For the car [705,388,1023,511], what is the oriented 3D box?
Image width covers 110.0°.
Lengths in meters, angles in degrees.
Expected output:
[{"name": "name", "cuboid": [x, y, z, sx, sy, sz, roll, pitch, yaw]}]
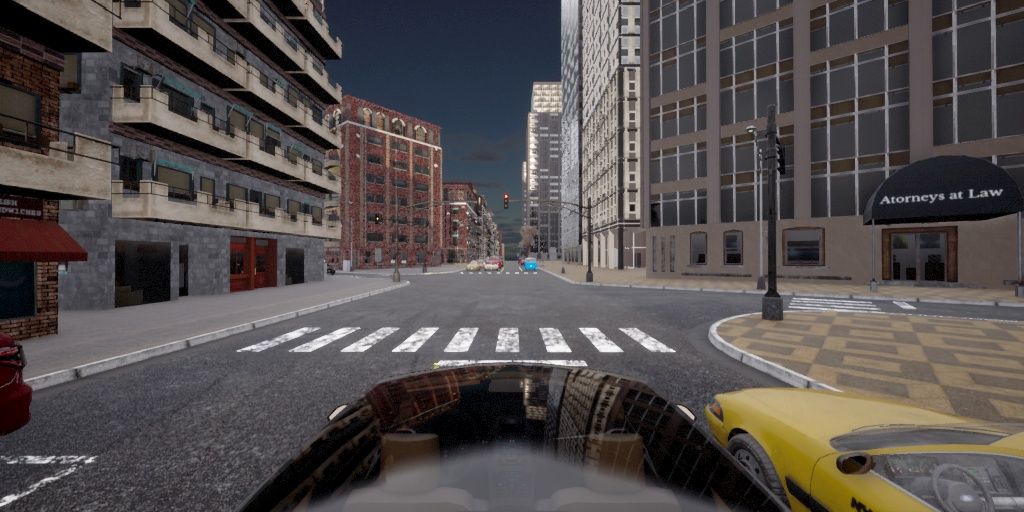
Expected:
[{"name": "car", "cuboid": [2.566, 1.275, 1.271, 1.751, 1.417, 4.829, 0, 0, 0]}]

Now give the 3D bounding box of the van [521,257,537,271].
[{"name": "van", "cuboid": [2.549, 1.136, 50.094, 1.690, 1.789, 3.998, 0, 0, 0]}]

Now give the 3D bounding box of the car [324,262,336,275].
[{"name": "car", "cuboid": [-22.364, 1.456, 41.790, 4.892, 1.490, 1.837, -1, -1, 41]}]

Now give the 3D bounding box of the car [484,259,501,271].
[{"name": "car", "cuboid": [-2.865, 1.397, 50.205, 1.895, 1.301, 4.718, 0, 0, -2]}]

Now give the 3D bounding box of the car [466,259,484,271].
[{"name": "car", "cuboid": [-5.331, 1.321, 49.921, 1.751, 1.417, 4.829, 0, 0, 0]}]

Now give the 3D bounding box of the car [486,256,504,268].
[{"name": "car", "cuboid": [-2.851, 1.038, 59.713, 2.150, 2.045, 5.566, 0, 0, 0]}]

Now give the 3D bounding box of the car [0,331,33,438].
[{"name": "car", "cuboid": [-5.314, 1.065, 1.092, 2.192, 1.841, 5.009, 0, 0, 0]}]
